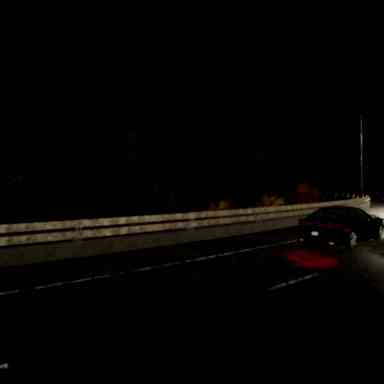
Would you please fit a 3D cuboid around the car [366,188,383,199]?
[{"bbox_3d":[37.428,0.314,67.788,2.150,2.045,5.566,0,0,11],"label":"car"}]

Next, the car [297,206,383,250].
[{"bbox_3d":[6.257,1.335,13.765,5.008,1.535,1.882,-1,1,-43],"label":"car"}]
